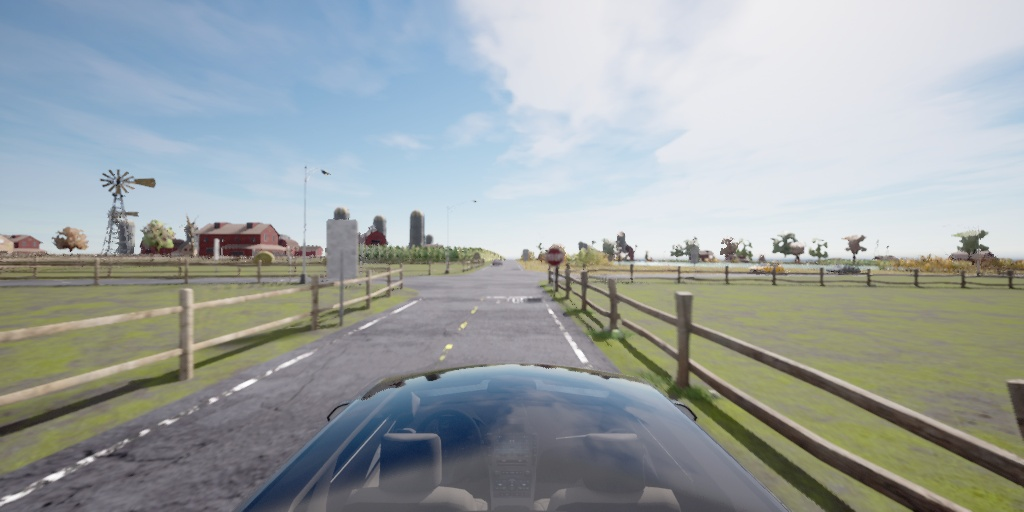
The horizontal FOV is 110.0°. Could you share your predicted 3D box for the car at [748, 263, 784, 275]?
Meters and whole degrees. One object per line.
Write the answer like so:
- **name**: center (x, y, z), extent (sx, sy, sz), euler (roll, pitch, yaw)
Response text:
- **car**: center (34.136, 1.721, 48.255), extent (5.008, 1.535, 1.882), euler (1, -1, -19)
